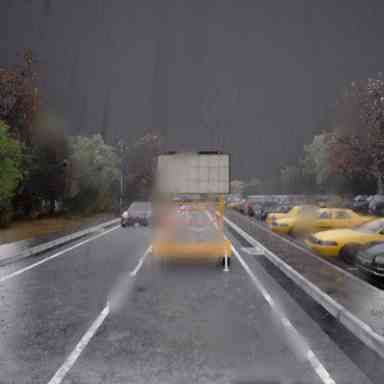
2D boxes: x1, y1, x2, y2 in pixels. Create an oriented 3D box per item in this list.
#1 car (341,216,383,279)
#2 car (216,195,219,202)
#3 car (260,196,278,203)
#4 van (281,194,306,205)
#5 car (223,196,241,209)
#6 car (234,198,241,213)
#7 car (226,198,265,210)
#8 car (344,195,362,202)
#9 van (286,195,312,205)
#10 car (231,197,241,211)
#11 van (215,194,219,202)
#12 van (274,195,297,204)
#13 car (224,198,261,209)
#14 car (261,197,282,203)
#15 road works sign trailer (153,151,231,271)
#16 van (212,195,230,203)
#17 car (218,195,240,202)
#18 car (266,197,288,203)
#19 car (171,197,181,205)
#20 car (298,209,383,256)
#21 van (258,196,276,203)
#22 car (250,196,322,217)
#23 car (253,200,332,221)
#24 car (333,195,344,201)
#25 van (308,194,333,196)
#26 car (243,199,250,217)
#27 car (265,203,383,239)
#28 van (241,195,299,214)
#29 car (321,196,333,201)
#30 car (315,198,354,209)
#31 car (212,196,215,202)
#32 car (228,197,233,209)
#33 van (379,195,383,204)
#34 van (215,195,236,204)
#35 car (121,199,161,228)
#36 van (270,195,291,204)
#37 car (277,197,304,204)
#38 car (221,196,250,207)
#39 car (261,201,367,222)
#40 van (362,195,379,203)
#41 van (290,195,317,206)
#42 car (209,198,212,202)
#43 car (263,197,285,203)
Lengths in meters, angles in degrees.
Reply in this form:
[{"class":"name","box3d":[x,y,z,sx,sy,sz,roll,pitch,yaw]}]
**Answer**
[{"class":"car","box3d":[6.890,1.550,8.648,4.892,1.521,2.231,0,0,0]},{"class":"car","box3d":[7.252,1.687,58.607,5.008,1.535,2.097,0,0,0]},{"class":"car","box3d":[20.533,2.043,88.826,4.553,1.767,2.185,0,-1,0]},{"class":"van","box3d":[20.283,1.496,66.821,4.442,1.987,1.878,0,-1,0]},{"class":"car","box3d":[6.948,1.602,41.952,5.366,1.575,1.946,0,0,0]},{"class":"car","box3d":[7.042,1.593,33.622,4.792,1.488,2.163,0,0,0]},{"class":"car","box3d":[7.160,1.620,44.726,4.892,1.521,2.231,0,0,0]},{"class":"car","box3d":[20.142,1.318,36.216,5.566,2.045,2.435,0,0,0]},{"class":"van","box3d":[20.494,1.481,63.917,4.442,1.987,1.878,0,0,0]},{"class":"car","box3d":[7.062,1.607,36.398,4.792,1.488,2.163,0,0,0]},{"class":"van","box3d":[7.183,1.489,64.161,4.442,1.987,1.878,0,0,0]},{"class":"van","box3d":[20.323,1.594,72.212,4.442,1.987,1.878,0,-1,0]},{"class":"car","box3d":[7.168,1.634,47.502,4.892,1.521,2.231,0,0,0]},{"class":"car","box3d":[20.539,2.113,86.179,5.008,1.535,2.097,0,-1,0]},{"class":"road works sign trailer","box3d":[0.055,0.479,10.959,2.380,3.560,2.880,0,0,3]},{"class":"van","box3d":[7.582,1.896,86.348,4.442,1.987,1.878,0,-1,0]},{"class":"car","box3d":[7.010,1.643,50.279,5.366,1.575,1.946,0,0,0]},{"class":"car","box3d":[20.496,1.995,80.514,4.892,1.521,2.231,0,-1,0]},{"class":"car","box3d":[-3.051,1.753,64.339,1.882,1.535,5.008,0,-1,1]},{"class":"car","box3d":[6.719,1.536,11.425,5.366,1.575,1.946,0,0,0]},{"class":"van","box3d":[20.702,2.001,91.596,4.442,1.987,1.878,0,-1,0]},{"class":"car","box3d":[7.040,1.399,25.296,4.553,1.767,2.185,0,0,0]},{"class":"car","box3d":[6.982,1.518,22.517,4.892,1.521,2.231,0,0,0]},{"class":"car","box3d":[20.163,1.332,38.986,5.566,2.045,2.435,0,0,0]},{"class":"van","box3d":[20.392,1.413,50.192,4.442,1.987,1.878,0,0,0]},{"class":"car","box3d":[7.059,1.566,28.069,4.792,1.488,2.163,0,0,0]},{"class":"car","box3d":[6.762,1.517,17.098,5.366,1.575,1.946,0,0,0]},{"class":"van","box3d":[7.167,1.324,30.846,4.442,1.987,1.878,0,0,0]},{"class":"car","box3d":[20.227,1.611,44.526,5.008,1.535,2.097,0,0,0]},{"class":"car","box3d":[20.257,1.665,47.420,4.674,1.452,2.002,0,0,0]},{"class":"car","box3d":[7.348,1.477,66.936,5.566,2.045,2.435,0,0,0]},{"class":"car","box3d":[7.083,1.621,39.174,4.792,1.488,2.163,0,0,0]},{"class":"van","box3d":[20.245,1.316,30.675,4.442,1.987,1.878,0,0,0]},{"class":"van","box3d":[7.245,1.604,72.472,4.442,1.987,1.878,0,-1,0]},{"class":"car","box3d":[-3.318,1.392,22.276,2.097,1.767,4.553,0,0,0]},{"class":"van","box3d":[20.598,1.710,77.748,4.442,1.987,1.878,0,-1,0]},{"class":"car","box3d":[20.424,1.761,69.437,5.008,1.535,2.097,0,-1,0]},{"class":"car","box3d":[7.206,1.548,55.831,4.553,1.767,2.185,0,0,0]},{"class":"car","box3d":[7.152,1.513,19.748,5.366,1.575,1.946,0,0,0]},{"class":"van","box3d":[20.033,1.330,33.447,4.442,1.987,1.878,0,0,0]},{"class":"van","box3d":[20.475,1.468,61.272,4.442,1.987,1.878,0,0,0]},{"class":"car","box3d":[7.450,2.064,83.568,5.008,1.535,2.097,0,-1,0]},{"class":"car","box3d":[20.518,2.052,83.284,5.008,1.535,2.097,0,-1,0]}]
